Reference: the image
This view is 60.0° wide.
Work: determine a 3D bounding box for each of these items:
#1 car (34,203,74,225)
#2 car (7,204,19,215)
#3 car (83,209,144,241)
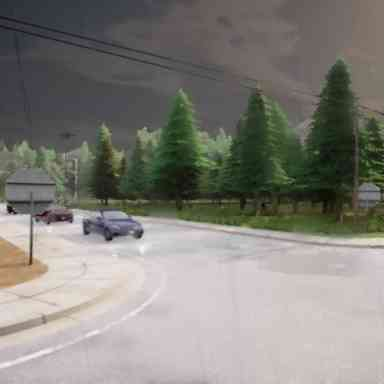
[{"bbox_3d":[-10.734,1.588,25.758,1.882,1.535,5.008,1,-1,-38],"label":"car"},{"bbox_3d":[-18.304,1.650,35.374,2.033,1.411,5.357,1,-1,-38],"label":"car"},{"bbox_3d":[-4.296,1.644,17.592,1.812,1.442,4.674,1,-1,-38],"label":"car"}]
